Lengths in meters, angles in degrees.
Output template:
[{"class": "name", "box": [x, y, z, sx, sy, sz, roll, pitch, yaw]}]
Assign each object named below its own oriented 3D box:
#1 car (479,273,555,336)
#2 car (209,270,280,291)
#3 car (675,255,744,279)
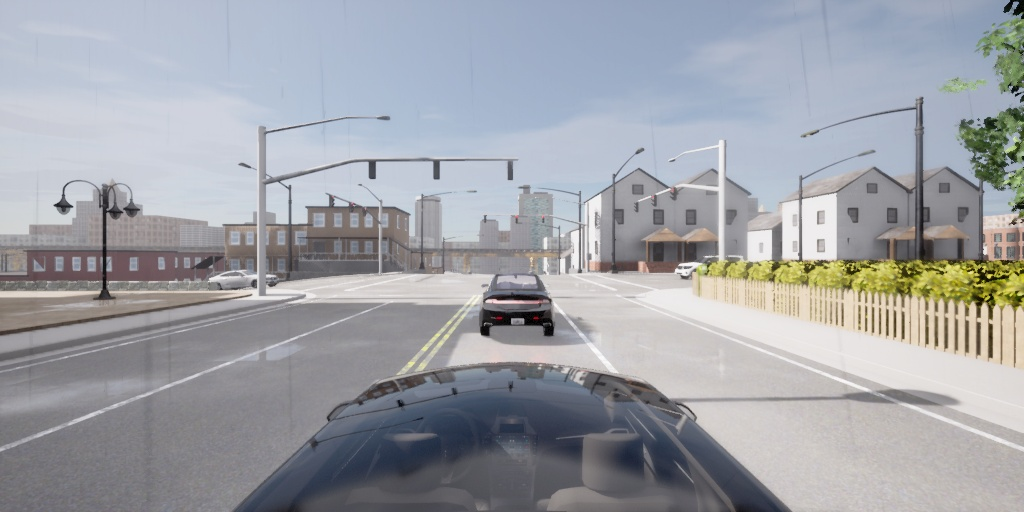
[{"class": "car", "box": [0.118, 1.242, 10.394, 2.128, 1.511, 4.902, 0, 0, 0]}, {"class": "car", "box": [-19.659, 1.742, 26.266, 4.674, 1.442, 1.812, -4, 0, 1]}, {"class": "car", "box": [16.909, 0.971, 30.434, 5.566, 2.045, 2.150, 0, 0, -1]}]
